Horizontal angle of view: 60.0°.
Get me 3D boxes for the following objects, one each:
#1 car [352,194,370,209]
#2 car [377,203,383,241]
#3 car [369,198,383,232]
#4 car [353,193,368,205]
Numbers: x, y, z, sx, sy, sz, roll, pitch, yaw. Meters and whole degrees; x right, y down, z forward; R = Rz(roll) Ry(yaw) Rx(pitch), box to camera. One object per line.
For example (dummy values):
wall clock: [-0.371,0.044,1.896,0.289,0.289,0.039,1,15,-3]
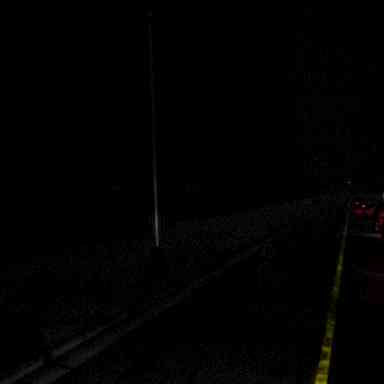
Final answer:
car: [19.657,1.219,38.230,1.895,1.301,4.718,-2,-1,26]
car: [8.206,1.329,12.364,1.812,1.442,4.674,-2,-1,26]
car: [10.800,1.234,17.774,1.882,1.535,5.008,-2,-1,26]
car: [24.759,1.004,48.936,1.882,1.535,5.008,-2,-1,26]
